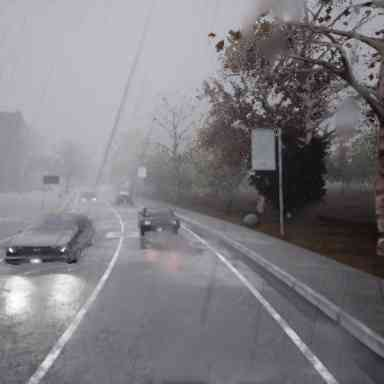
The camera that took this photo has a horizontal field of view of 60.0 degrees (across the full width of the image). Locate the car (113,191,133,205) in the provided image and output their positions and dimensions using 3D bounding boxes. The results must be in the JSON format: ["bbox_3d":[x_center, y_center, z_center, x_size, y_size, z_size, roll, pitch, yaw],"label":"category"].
[{"bbox_3d":[-8.328,0.676,40.141,1.837,1.490,4.892,1,2,-18],"label":"car"}]

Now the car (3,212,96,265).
[{"bbox_3d":[-4.571,1.442,11.612,2.033,1.411,5.357,0,1,-8],"label":"car"}]

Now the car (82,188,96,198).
[{"bbox_3d":[-16.103,0.146,52.103,1.882,1.535,5.008,1,2,-18],"label":"car"}]

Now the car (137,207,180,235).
[{"bbox_3d":[-1.917,1.426,17.695,1.895,1.301,4.718,1,1,-11],"label":"car"}]
